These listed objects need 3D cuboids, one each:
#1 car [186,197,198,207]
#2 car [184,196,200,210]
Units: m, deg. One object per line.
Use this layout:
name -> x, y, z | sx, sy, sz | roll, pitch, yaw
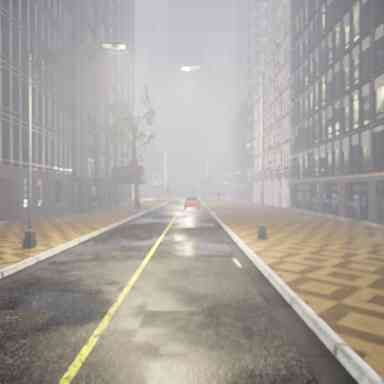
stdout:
car -> -0.013, 1.545, 53.746 | 1.812, 1.442, 4.674 | 0, 0, 0
car -> -0.011, 1.362, 43.592 | 2.097, 1.767, 4.553 | 0, 0, 0
